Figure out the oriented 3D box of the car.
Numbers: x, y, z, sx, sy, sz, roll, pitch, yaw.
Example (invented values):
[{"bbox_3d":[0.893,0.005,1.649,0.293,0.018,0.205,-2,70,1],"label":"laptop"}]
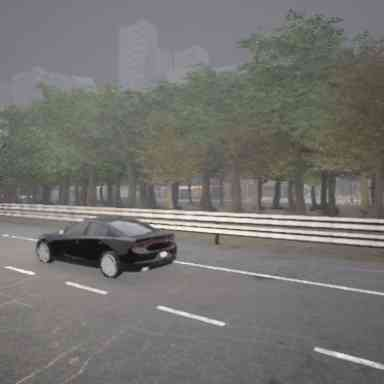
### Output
[{"bbox_3d":[-2.759,1.497,10.143,5.008,1.535,1.882,0,0,36],"label":"car"}]
